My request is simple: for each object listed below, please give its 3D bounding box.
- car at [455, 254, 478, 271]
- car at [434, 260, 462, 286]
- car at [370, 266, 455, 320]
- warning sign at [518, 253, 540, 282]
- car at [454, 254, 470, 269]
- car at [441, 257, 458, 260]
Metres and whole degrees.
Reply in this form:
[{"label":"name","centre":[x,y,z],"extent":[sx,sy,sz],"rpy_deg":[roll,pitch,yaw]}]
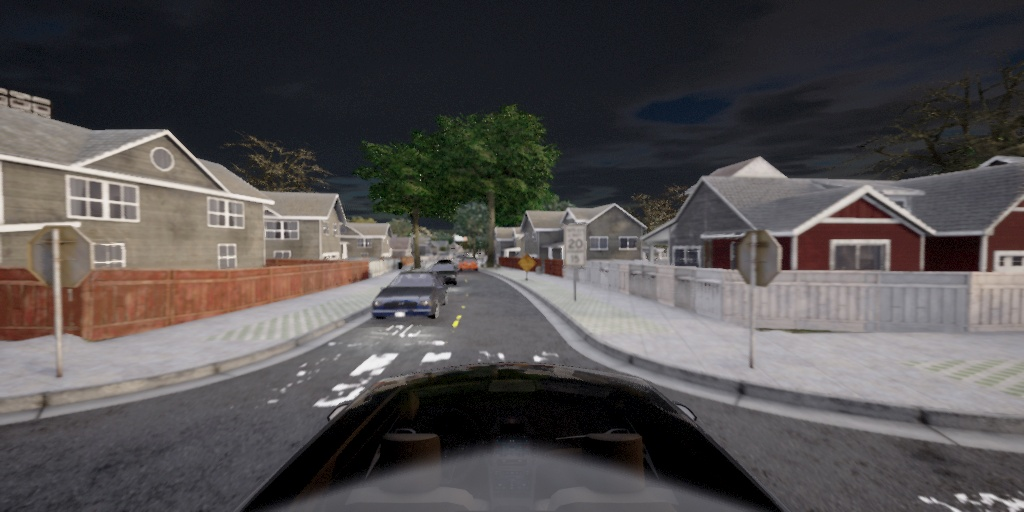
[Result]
[{"label":"car","centre":[-5.338,0.901,43.421],"extent":[2.097,1.767,4.553],"rpy_deg":[-1,0,-12]},{"label":"car","centre":[-4.640,1.205,24.490],"extent":[2.033,1.411,5.357],"rpy_deg":[0,0,-8]},{"label":"car","centre":[-3.366,1.258,12.788],"extent":[2.033,1.411,5.357],"rpy_deg":[0,0,-5]},{"label":"warning sign","centre":[0.978,0.742,23.824],"extent":[1.300,1.860,1.060],"rpy_deg":[0,0,-8]},{"label":"car","centre":[-7.524,0.729,53.395],"extent":[2.150,2.045,5.566],"rpy_deg":[0,0,-10]},{"label":"car","centre":[-7.038,1.102,37.779],"extent":[1.837,1.490,4.892],"rpy_deg":[-1,0,-12]}]
